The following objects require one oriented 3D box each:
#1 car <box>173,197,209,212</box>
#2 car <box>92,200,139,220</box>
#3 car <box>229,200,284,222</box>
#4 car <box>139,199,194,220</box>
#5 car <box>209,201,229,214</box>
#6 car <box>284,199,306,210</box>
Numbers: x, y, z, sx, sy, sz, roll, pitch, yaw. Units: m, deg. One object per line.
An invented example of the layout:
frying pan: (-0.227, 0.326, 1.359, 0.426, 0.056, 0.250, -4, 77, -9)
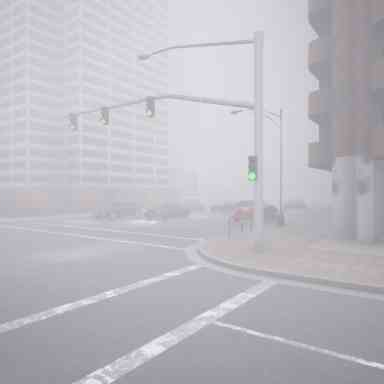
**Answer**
car: (-0.440, 1.564, 36.242, 1.994, 1.385, 4.181, 0, 0, 35)
car: (-6.159, 1.505, 28.115, 1.837, 1.490, 4.892, 0, 0, 35)
car: (5.024, 1.352, 25.423, 2.097, 1.767, 4.553, 0, 0, 35)
car: (-2.049, 1.564, 27.876, 1.994, 1.385, 4.181, 0, 0, 35)
car: (3.822, 1.601, 36.212, 1.895, 1.301, 4.718, 0, 0, 35)
car: (13.541, 1.564, 43.683, 1.994, 1.385, 4.181, 0, 0, 35)
